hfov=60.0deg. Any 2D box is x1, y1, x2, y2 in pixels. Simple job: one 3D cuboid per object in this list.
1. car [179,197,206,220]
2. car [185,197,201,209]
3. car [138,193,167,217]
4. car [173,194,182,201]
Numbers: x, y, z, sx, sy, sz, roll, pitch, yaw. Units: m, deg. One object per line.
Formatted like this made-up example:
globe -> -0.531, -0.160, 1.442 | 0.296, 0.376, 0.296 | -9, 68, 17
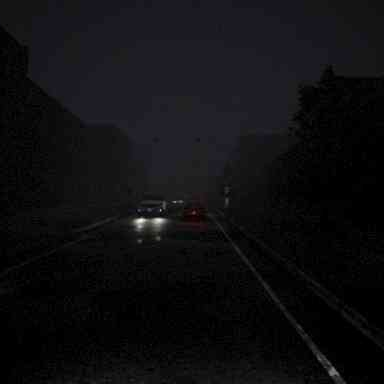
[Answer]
car -> 0.124, 1.391, 27.288 | 1.882, 1.535, 5.008 | 0, 0, 0
car -> 0.138, 1.397, 43.314 | 1.994, 1.385, 4.181 | 0, 0, 0
car -> -3.571, 1.117, 30.787 | 2.150, 2.045, 5.566 | 0, 0, 0
car -> -2.959, 1.228, 71.794 | 1.994, 1.385, 4.181 | 0, 0, 1
